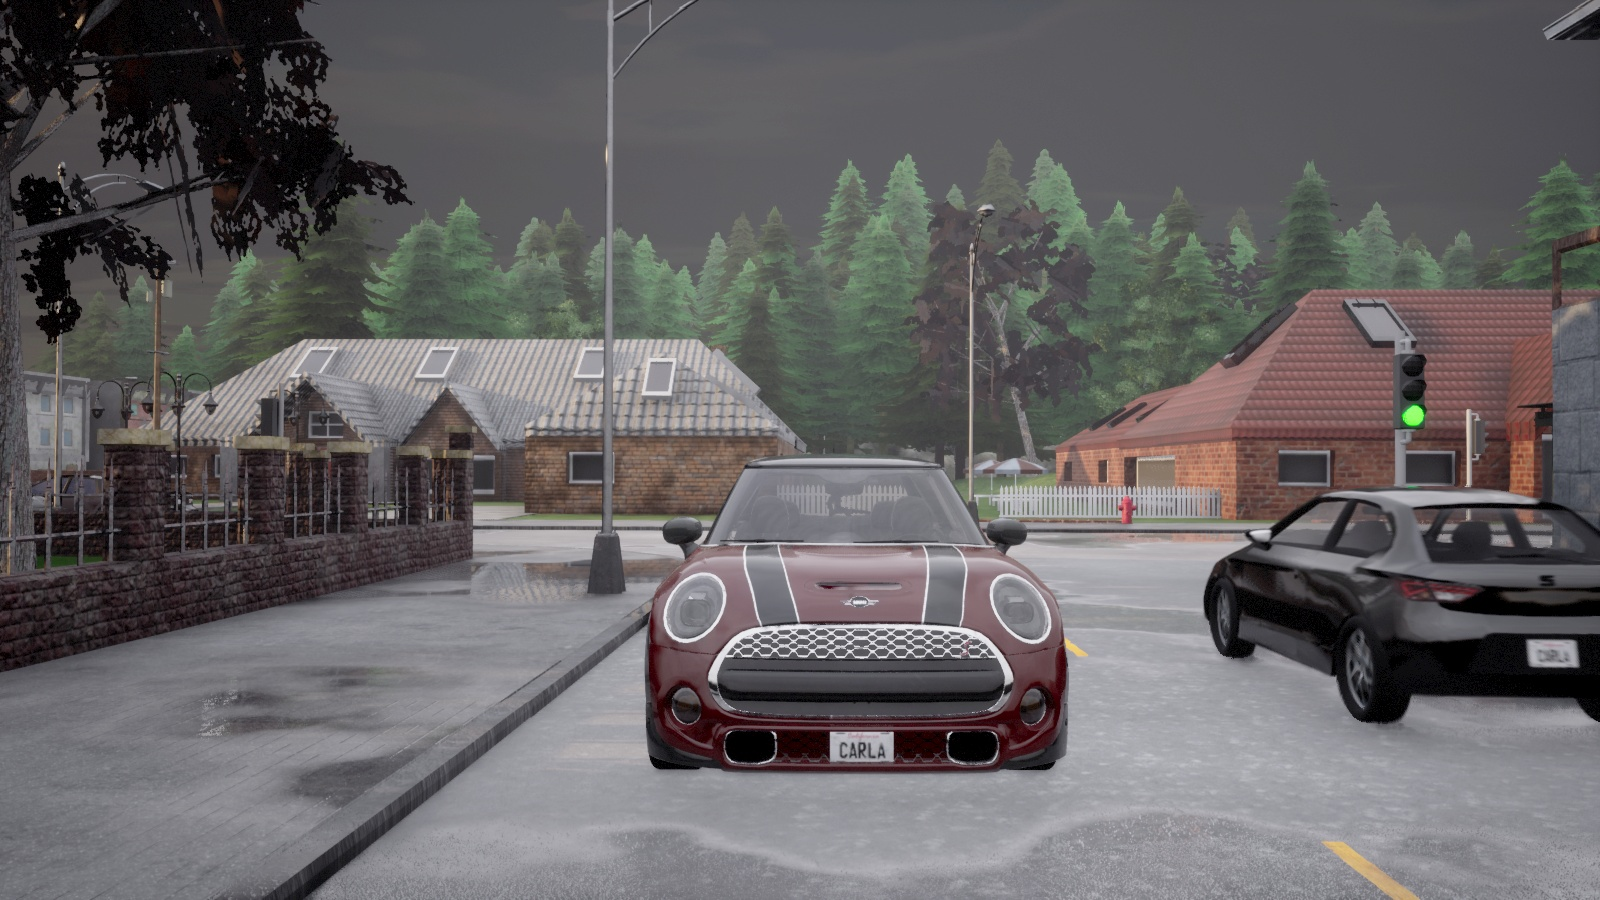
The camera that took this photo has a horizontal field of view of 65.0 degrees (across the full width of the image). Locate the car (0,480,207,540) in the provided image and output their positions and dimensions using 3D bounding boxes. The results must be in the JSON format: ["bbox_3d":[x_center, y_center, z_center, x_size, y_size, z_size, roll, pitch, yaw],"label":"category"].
[{"bbox_3d":[-17.772,1.453,31.003,5.357,1.411,2.033,0,-1,4],"label":"car"}]

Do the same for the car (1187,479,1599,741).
[{"bbox_3d":[4.380,0.967,9.328,1.816,1.474,4.193,0,-1,2],"label":"car"}]

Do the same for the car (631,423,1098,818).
[{"bbox_3d":[0.271,0.805,7.943,2.097,1.767,4.553,0,-1,0],"label":"car"}]

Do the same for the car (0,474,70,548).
[{"bbox_3d":[-18.574,1.289,27.041,4.514,1.525,2.007,0,-1,0],"label":"car"}]
